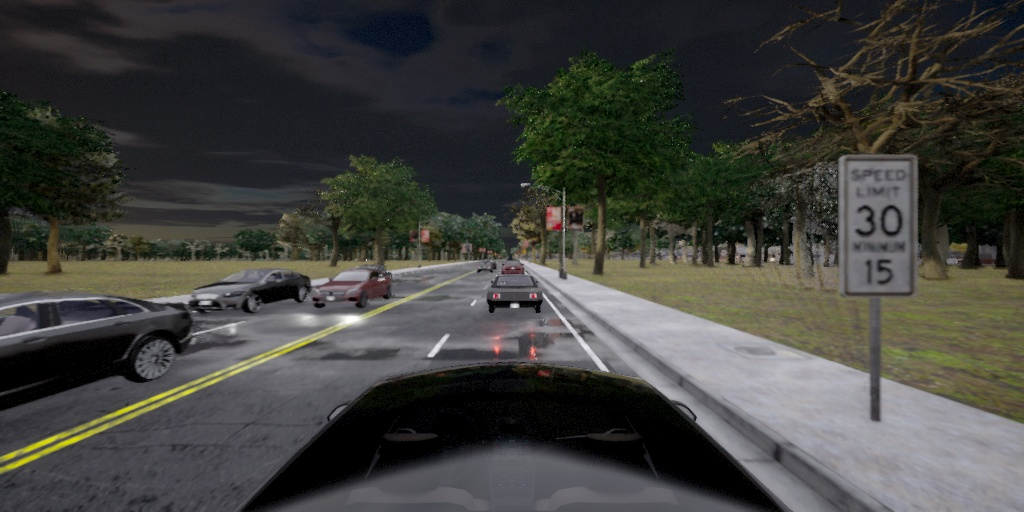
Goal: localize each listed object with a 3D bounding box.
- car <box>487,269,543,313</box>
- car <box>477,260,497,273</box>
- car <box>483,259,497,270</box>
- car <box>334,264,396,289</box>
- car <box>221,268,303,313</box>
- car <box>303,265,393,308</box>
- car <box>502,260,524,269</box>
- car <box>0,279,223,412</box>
[{"bbox_3d":[0.098,1.354,14.057,1.895,1.301,4.718,0,0,0],"label":"car"},{"bbox_3d":[-3.161,1.319,43.216,2.033,1.411,5.357,0,0,0],"label":"car"},{"bbox_3d":[-3.259,1.257,53.747,1.882,1.535,5.008,0,0,0],"label":"car"},{"bbox_3d":[-9.754,1.307,24.419,2.033,1.411,5.357,0,0,0],"label":"car"},{"bbox_3d":[-9.817,1.245,13.967,2.128,1.511,4.902,0,0,0],"label":"car"},{"bbox_3d":[-6.563,1.279,15.320,1.812,1.442,4.674,0,0,0],"label":"car"},{"bbox_3d":[0.093,1.118,34.758,2.097,1.767,4.553,0,0,0],"label":"car"},{"bbox_3d":[-6.594,1.242,4.340,2.128,1.511,4.902,0,0,0],"label":"car"}]
